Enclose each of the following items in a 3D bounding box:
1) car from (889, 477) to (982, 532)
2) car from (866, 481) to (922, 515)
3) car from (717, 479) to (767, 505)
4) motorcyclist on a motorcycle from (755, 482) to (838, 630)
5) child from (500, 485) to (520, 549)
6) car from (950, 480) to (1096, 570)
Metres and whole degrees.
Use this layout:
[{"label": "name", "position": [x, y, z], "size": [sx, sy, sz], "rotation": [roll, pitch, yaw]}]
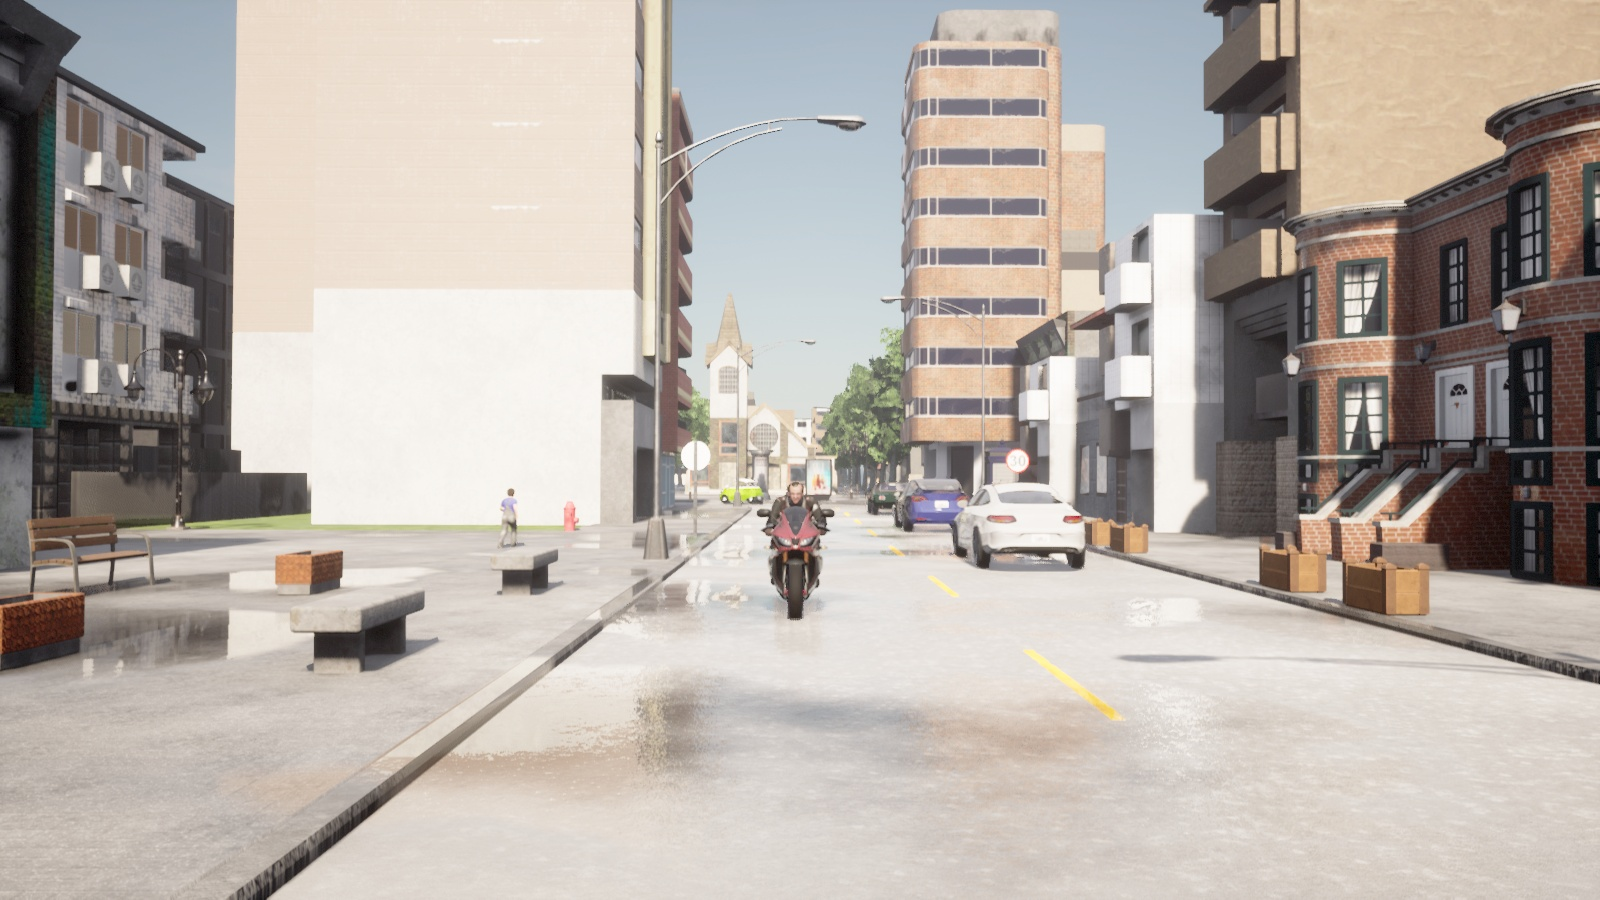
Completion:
[{"label": "car", "position": [3.862, 1.529, 36.587], "size": [2.163, 1.488, 4.792], "rotation": [0, -1, 0]}, {"label": "car", "position": [3.795, 1.924, 51.437], "size": [1.895, 1.301, 4.718], "rotation": [0, -1, 0]}, {"label": "car", "position": [-3.112, 2.228, 67.514], "size": [2.207, 1.376, 1.481], "rotation": [-1, -1, 30]}, {"label": "motorcyclist on a motorcycle", "position": [-0.041, 1.138, 14.272], "size": [0.866, 1.530, 2.191], "rotation": [0, -1, 0]}, {"label": "child", "position": [-5.799, 1.330, 25.084], "size": [0.270, 1.263, 0.437], "rotation": [0, -1, 5]}, {"label": "car", "position": [3.921, 1.283, 22.847], "size": [1.812, 1.442, 4.674], "rotation": [0, -1, 0]}]
